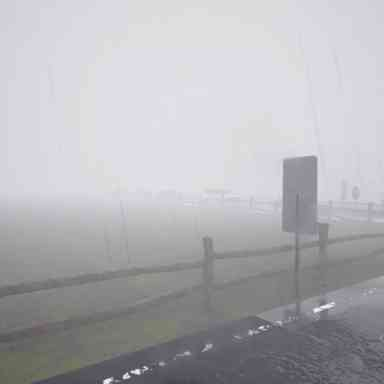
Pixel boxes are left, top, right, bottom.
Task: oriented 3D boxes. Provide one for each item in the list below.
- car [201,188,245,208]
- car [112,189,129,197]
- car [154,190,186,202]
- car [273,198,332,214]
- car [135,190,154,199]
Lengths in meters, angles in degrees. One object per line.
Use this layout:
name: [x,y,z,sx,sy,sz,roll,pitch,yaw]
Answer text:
car: [3.203,0.594,35.734,2.150,2.045,5.566,1,1,-35]
car: [-14.084,0.120,65.464,2.128,1.511,4.902,1,1,-35]
car: [-2.728,0.488,44.194,2.097,1.767,4.553,1,1,-35]
car: [9.030,1.086,27.425,1.882,1.535,5.008,1,1,-35]
car: [-8.063,0.342,56.899,1.882,1.535,5.008,1,1,-35]
